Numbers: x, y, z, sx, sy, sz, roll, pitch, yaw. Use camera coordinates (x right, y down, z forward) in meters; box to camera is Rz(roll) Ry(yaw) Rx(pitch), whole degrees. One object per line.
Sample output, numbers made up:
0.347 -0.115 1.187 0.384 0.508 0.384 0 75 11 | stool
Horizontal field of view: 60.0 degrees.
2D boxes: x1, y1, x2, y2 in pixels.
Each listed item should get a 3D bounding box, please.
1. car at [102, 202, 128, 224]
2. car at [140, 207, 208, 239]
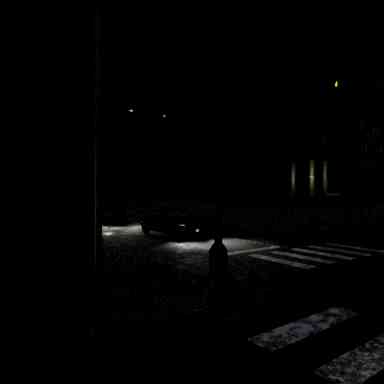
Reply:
-6.488 1.485 24.990 1.882 1.535 5.008 0 0 -36 | car
-1.108 1.530 17.529 1.812 1.442 4.674 0 0 -36 | car
